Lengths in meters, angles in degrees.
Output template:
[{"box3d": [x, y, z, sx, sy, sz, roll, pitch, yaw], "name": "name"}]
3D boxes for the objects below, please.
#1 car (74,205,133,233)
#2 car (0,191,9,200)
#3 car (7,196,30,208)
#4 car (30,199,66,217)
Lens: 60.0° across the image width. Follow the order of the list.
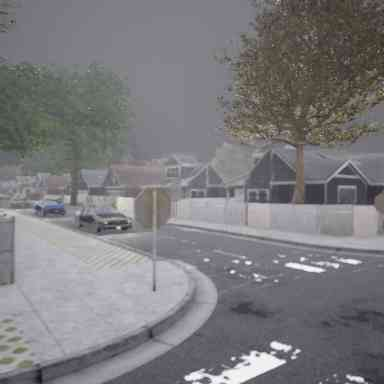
[{"box3d": [-5.436, 1.506, 19.789, 2.033, 1.411, 5.357, 0, 0, -36], "name": "car"}, {"box3d": [-44.088, 1.198, 78.394, 2.128, 1.511, 4.902, 0, 0, -36], "name": "car"}, {"box3d": [-22.703, 1.436, 43.957, 1.895, 1.301, 4.718, 0, 0, -36], "name": "car"}, {"box3d": [-12.948, 1.374, 30.234, 1.882, 1.535, 5.008, 0, 0, -36], "name": "car"}]
